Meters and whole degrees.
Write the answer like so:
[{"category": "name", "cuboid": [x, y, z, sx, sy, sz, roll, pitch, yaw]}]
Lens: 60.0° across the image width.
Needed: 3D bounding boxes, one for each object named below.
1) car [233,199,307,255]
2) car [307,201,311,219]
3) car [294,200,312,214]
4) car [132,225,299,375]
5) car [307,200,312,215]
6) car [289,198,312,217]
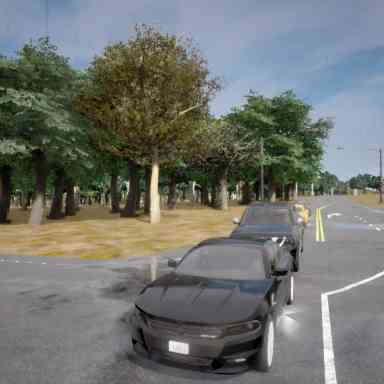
[{"category": "car", "cuboid": [2.897, 1.458, 12.316, 2.150, 2.045, 5.566, -2, 0, 21]}, {"category": "car", "cuboid": [7.303, 1.662, 23.963, 1.882, 1.535, 5.008, -1, 0, 21]}, {"category": "car", "cuboid": [13.427, 1.746, 40.036, 1.812, 1.442, 4.674, -1, 0, 21]}, {"category": "car", "cuboid": [0.761, 1.612, 6.181, 1.882, 1.535, 5.008, -1, -2, 21]}, {"category": "car", "cuboid": [9.377, 1.723, 29.461, 1.812, 1.442, 4.674, -1, 0, 21]}, {"category": "car", "cuboid": [11.418, 1.561, 34.831, 2.097, 1.767, 4.553, -1, 0, 21]}]
